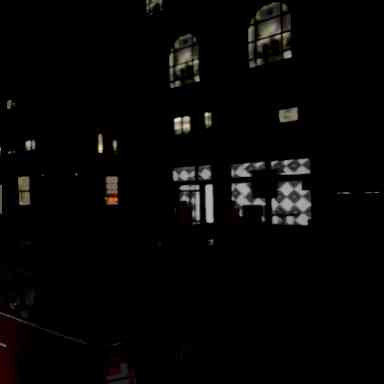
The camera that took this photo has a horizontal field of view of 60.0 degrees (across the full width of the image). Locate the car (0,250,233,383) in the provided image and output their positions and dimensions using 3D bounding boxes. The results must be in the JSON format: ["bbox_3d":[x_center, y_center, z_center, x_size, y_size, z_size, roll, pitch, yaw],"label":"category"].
[{"bbox_3d":[-1.654,1.454,4.070,4.097,1.590,1.967,0,-1,36],"label":"car"}]
